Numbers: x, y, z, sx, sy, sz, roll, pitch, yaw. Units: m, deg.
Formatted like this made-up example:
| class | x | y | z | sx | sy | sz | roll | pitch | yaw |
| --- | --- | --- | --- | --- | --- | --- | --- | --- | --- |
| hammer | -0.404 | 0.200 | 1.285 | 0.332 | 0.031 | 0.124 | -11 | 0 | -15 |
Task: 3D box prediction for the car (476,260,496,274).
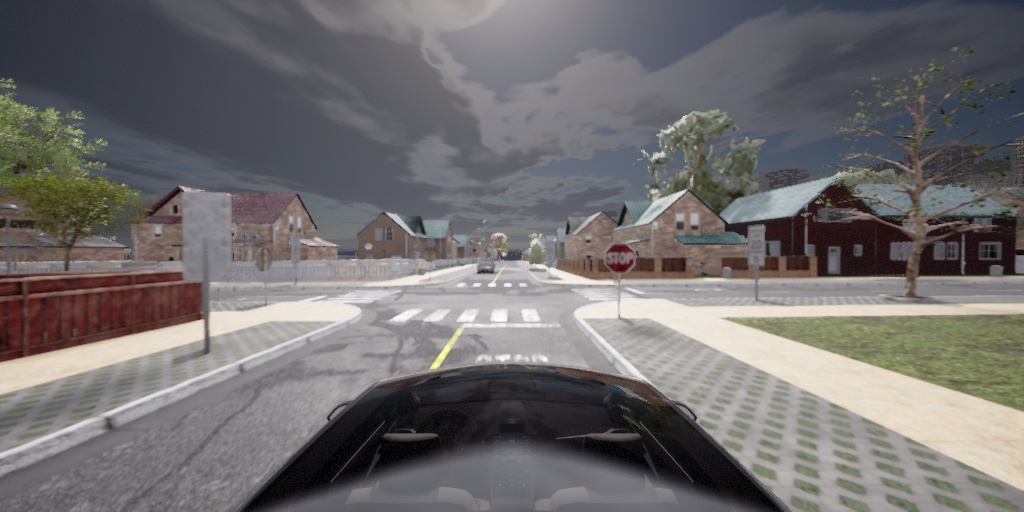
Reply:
| class | x | y | z | sx | sy | sz | roll | pitch | yaw |
| --- | --- | --- | --- | --- | --- | --- | --- | --- | --- |
| car | -2.754 | 1.221 | 38.898 | 1.837 | 1.490 | 4.892 | 0 | 2 | 0 |
